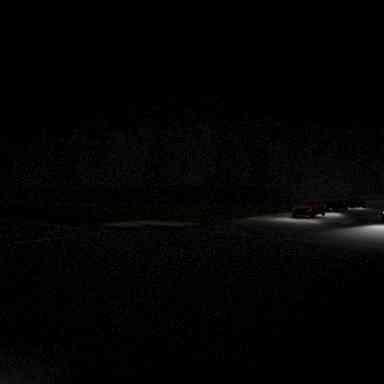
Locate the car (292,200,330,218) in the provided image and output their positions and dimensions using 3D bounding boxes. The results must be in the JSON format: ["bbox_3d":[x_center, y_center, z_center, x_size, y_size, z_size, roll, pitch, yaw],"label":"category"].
[{"bbox_3d":[10.687,1.451,30.330,1.882,1.535,5.008,0,0,36],"label":"car"}]

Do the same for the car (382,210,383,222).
[{"bbox_3d":[15.830,1.595,25.518,1.895,1.301,4.718,0,0,36],"label":"car"}]

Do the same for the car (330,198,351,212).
[{"bbox_3d":[16.637,1.574,38.490,1.895,1.301,4.718,0,0,36],"label":"car"}]

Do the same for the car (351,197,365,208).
[{"bbox_3d":[23.748,1.479,48.218,1.837,1.490,4.892,0,0,36],"label":"car"}]
